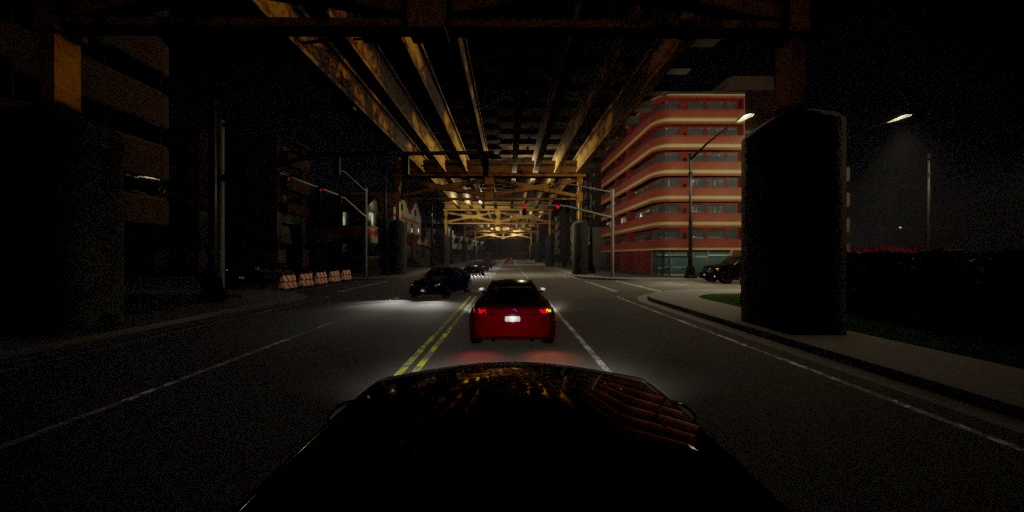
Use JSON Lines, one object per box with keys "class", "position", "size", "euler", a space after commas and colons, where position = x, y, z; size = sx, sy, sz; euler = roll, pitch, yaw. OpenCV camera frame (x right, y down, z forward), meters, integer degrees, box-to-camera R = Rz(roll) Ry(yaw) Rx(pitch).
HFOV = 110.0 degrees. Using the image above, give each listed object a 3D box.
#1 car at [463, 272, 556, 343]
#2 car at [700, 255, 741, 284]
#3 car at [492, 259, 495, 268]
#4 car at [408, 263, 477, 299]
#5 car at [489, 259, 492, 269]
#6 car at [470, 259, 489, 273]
{"class": "car", "position": [0.006, 1.314, 9.663], "size": [1.994, 1.385, 4.181], "euler": [0, 0, 0]}
{"class": "car", "position": [16.817, 0.965, 26.206], "size": [5.566, 2.045, 2.150], "euler": [-1, 0, 0]}
{"class": "car", "position": [-4.101, 1.264, 57.875], "size": [1.812, 1.442, 4.674], "euler": [0, 0, 0]}
{"class": "car", "position": [-3.519, 1.276, 18.343], "size": [1.812, 1.442, 4.674], "euler": [-1, 0, 13]}
{"class": "car", "position": [-4.016, 1.351, 47.553], "size": [1.895, 1.301, 4.718], "euler": [0, 0, 0]}
{"class": "car", "position": [-3.933, 1.314, 38.667], "size": [1.994, 1.385, 4.181], "euler": [0, 0, 0]}
